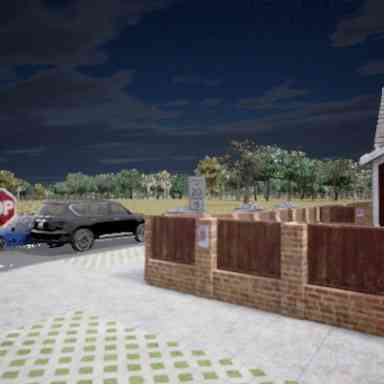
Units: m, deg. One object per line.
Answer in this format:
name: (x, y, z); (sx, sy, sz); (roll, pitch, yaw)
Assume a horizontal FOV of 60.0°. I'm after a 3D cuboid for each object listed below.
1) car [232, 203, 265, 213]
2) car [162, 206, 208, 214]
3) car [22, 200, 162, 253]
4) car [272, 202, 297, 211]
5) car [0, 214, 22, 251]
car: (5.606, 1.877, 32.924); (2.128, 1.511, 4.902); (-1, -1, 35)
car: (-0.615, 1.756, 24.066); (2.128, 1.511, 4.902); (-1, -1, 35)
car: (-4.125, 1.356, 14.761); (2.150, 2.045, 5.566); (-1, -1, 37)
car: (11.506, 1.989, 41.278); (2.128, 1.511, 4.902); (-1, -1, 35)
car: (-7.271, 1.675, 14.576); (2.033, 1.411, 5.357); (-1, -1, 35)
